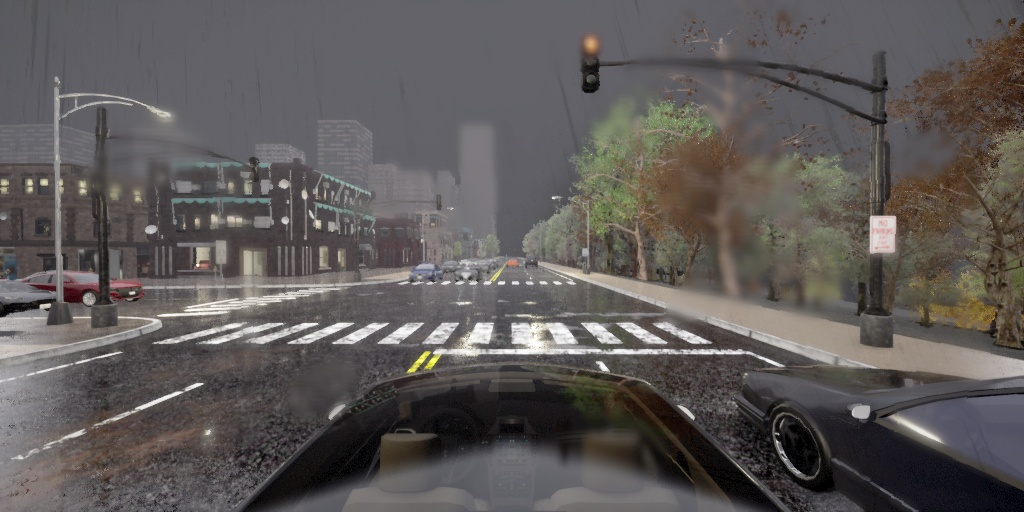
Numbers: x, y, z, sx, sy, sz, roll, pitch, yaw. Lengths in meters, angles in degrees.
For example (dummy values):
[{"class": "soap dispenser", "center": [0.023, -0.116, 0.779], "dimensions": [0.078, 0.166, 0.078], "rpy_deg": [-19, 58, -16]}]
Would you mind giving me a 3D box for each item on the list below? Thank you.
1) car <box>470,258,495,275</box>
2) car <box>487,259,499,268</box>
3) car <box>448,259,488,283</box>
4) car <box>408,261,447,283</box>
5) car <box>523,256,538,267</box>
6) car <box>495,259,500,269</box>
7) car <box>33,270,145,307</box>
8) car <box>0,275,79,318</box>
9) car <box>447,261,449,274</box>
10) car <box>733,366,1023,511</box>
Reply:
[{"class": "car", "center": [-3.301, 1.229, 39.469], "dimensions": [2.128, 1.511, 4.902], "rpy_deg": [0, 0, 0]}, {"class": "car", "center": [-3.243, 1.253, 61.755], "dimensions": [1.812, 1.442, 4.674], "rpy_deg": [0, 0, 1]}, {"class": "car", "center": [-3.316, 1.234, 28.195], "dimensions": [2.128, 1.511, 4.902], "rpy_deg": [0, 0, 0]}, {"class": "car", "center": [-6.566, 1.268, 27.878], "dimensions": [1.812, 1.442, 4.674], "rpy_deg": [0, 0, 0]}, {"class": "car", "center": [3.424, 0.948, 64.229], "dimensions": [2.150, 2.045, 5.566], "rpy_deg": [0, 0, 0]}, {"class": "car", "center": [-3.282, 1.224, 51.324], "dimensions": [2.128, 1.511, 4.902], "rpy_deg": [0, 0, 0]}, {"class": "car", "center": [-19.822, 1.448, 16.363], "dimensions": [5.008, 1.535, 1.882], "rpy_deg": [-1, 1, 0]}, {"class": "car", "center": [-19.933, 1.564, 13.658], "dimensions": [4.313, 1.339, 1.948], "rpy_deg": [0, 0, 0]}, {"class": "car", "center": [-6.552, 1.243, 38.981], "dimensions": [1.837, 1.490, 4.892], "rpy_deg": [0, 0, 0]}, {"class": "car", "center": [3.350, 1.297, 1.482], "dimensions": [2.033, 1.411, 5.357], "rpy_deg": [0, 0, 0]}]
